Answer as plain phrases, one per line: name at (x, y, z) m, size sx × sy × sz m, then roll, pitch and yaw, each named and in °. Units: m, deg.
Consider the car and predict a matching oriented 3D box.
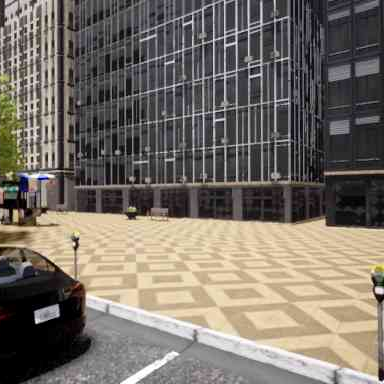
car at (-3.509, 1.564, 5.388) m, size 4.313 × 1.339 × 1.947 m, roll 0°, pitch 0°, yaw 36°
